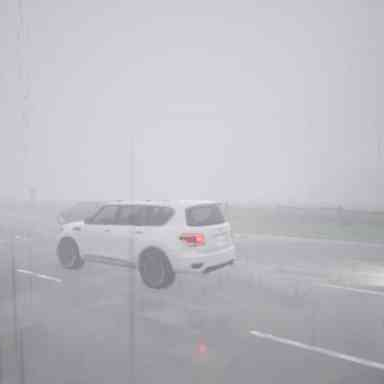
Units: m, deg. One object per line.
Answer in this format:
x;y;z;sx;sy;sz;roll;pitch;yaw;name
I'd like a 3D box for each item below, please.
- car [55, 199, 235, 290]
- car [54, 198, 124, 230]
-1.514;1.218;9.375;5.566;2.045;2.150;0;0;36;car
-6.784;1.347;21.742;4.553;1.767;2.097;0;0;36;car
